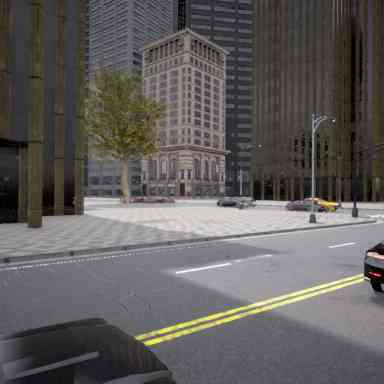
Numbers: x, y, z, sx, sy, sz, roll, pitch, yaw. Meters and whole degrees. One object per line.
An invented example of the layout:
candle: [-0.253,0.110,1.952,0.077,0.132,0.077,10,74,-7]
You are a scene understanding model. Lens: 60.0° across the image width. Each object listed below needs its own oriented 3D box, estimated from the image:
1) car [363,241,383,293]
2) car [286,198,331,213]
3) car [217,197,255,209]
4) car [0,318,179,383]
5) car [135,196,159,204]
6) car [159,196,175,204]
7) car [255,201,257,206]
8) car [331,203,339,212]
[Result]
car: [5.852,1.492,7.604,4.902,1.511,2.128,0,0,-35]
car: [12.297,1.517,36.054,1.994,1.385,4.181,1,0,-39]
car: [5.465,1.442,44.499,2.128,1.511,4.902,1,0,-40]
car: [-2.272,1.601,1.822,4.718,1.301,1.895,0,0,-35]
car: [-8.669,1.474,60.540,1.812,1.442,4.674,1,-1,-43]
car: [-5.087,1.506,61.439,1.812,1.442,4.674,1,-1,-43]
car: [7.053,1.477,47.659,2.128,1.511,4.902,1,-1,-40]
car: [14.448,1.463,38.588,1.882,1.535,5.008,1,0,-38]
